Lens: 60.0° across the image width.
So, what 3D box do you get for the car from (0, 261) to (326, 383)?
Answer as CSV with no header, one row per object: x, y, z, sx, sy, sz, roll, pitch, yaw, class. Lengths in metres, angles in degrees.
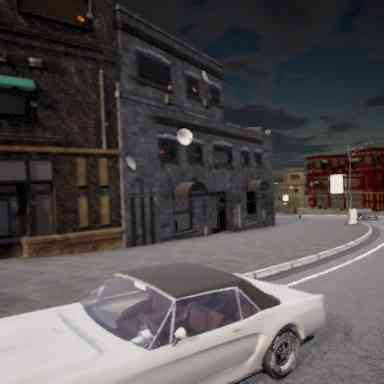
-0.489,1.632,3.898,4.718,1.301,1.895,0,-1,-38,car

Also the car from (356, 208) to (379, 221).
20.804,2.735,40.122,1.837,1.490,4.892,-2,-4,8,car
